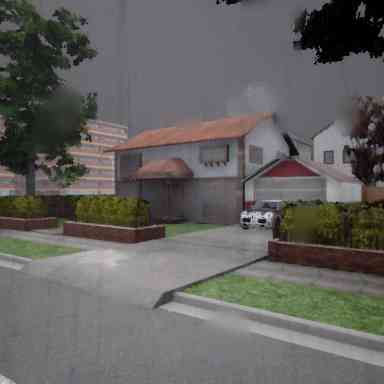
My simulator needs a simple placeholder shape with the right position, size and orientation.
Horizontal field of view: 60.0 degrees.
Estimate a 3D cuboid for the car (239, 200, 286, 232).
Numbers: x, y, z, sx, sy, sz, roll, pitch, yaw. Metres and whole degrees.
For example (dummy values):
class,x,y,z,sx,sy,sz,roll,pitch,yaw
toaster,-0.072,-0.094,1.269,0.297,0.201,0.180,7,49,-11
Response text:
class,x,y,z,sx,sy,sz,roll,pitch,yaw
car,4.066,1.168,17.411,1.970,1.475,3.806,0,0,36
